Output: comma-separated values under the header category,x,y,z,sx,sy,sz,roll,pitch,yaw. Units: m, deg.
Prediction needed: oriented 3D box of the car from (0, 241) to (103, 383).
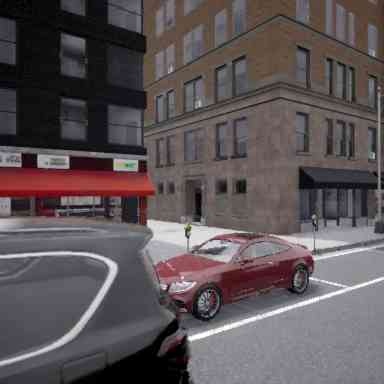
category,x,y,z,sx,sy,sz,roll,pitch,yaw
car,-3.523,1.566,4.022,4.313,1.339,1.947,0,0,-36

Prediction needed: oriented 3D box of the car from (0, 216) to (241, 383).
category,x,y,z,sx,sy,sz,roll,pitch,yaw
car,-2.570,1.221,1.546,5.566,2.045,2.150,0,0,-36

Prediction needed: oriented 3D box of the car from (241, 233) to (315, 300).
category,x,y,z,sx,sy,sz,roll,pitch,yaw
car,0.954,1.582,7.218,4.206,1.307,1.802,0,0,-36
